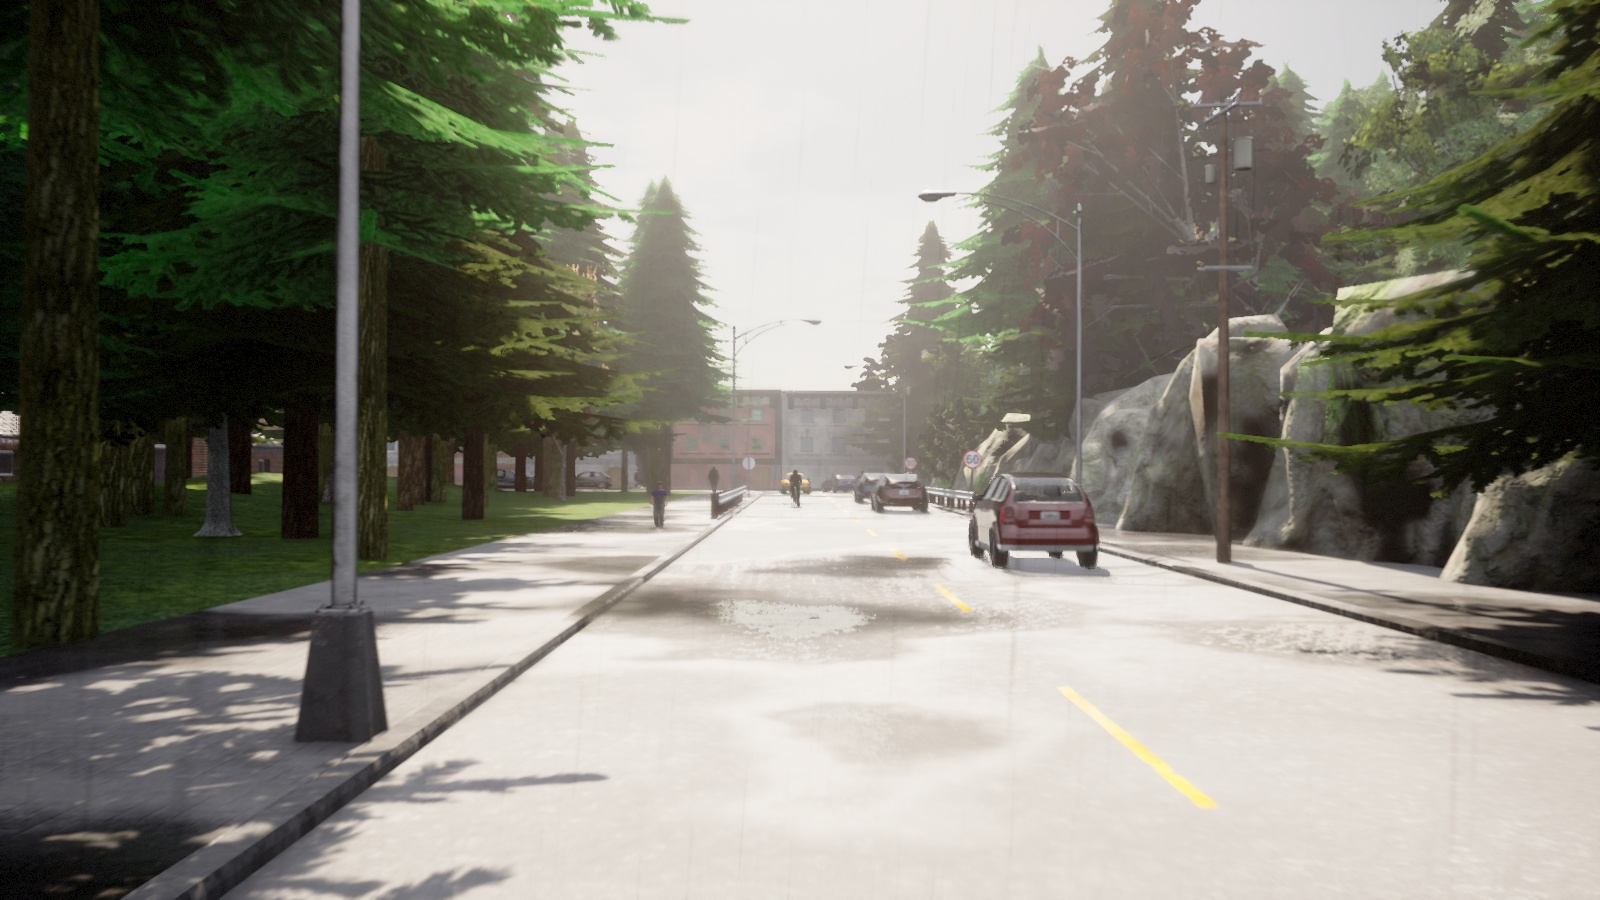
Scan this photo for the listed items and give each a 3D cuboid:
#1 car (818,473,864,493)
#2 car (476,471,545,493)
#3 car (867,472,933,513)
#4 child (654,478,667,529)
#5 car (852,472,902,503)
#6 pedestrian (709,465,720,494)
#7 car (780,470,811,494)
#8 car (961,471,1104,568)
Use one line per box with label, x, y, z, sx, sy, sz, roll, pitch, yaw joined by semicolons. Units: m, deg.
car;2.922;2.382;91.369;2.033;1.411;5.357;0;-1;-13
car;-22.065;2.438;95.846;4.856;1.649;2.033;0;-1;0
car;3.859;1.622;49.164;2.163;1.488;4.792;0;-1;0
child;-3.540;1.353;31.918;0.270;1.263;0.437;0;-1;-1
car;3.771;1.844;62.413;2.163;1.488;4.792;0;-1;0
pedestrian;-5.419;1.881;79.736;0.634;1.844;0.899;0;-1;-3
car;-0.323;2.186;85.492;1.801;1.575;5.366;0;-1;-3
car;3.948;1.143;21.892;1.789;1.549;3.705;0;-1;0
